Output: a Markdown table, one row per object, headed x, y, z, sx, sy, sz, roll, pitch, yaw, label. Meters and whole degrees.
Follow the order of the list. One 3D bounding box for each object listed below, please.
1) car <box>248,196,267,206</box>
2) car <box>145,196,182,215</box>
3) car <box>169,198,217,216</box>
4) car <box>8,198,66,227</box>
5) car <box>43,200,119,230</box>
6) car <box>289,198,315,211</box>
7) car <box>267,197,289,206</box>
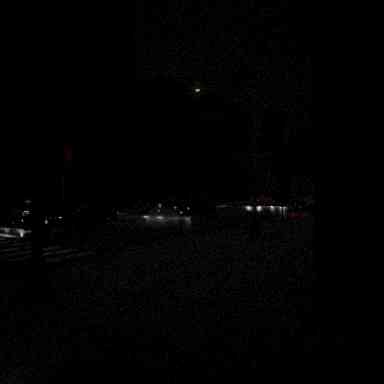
| x | y | z | sx | sy | sz | roll | pitch | yaw | label |
| --- | --- | --- | --- | --- | --- | --- | --- | --- | --- |
| 10.307 | 1.280 | 50.574 | 1.882 | 1.535 | 5.008 | 0 | 0 | 36 | car |
| -2.493 | 1.249 | 32.639 | 2.097 | 1.767 | 4.553 | 0 | 0 | 35 | car |
| 0.327 | 1.490 | 30.997 | 1.895 | 1.301 | 4.718 | 0 | 0 | 35 | car |
| -9.763 | 1.301 | 22.371 | 2.097 | 1.767 | 4.553 | 0 | 0 | 35 | car |
| -6.850 | 1.433 | 20.865 | 2.128 | 1.511 | 4.902 | 0 | 0 | 35 | car |
| 12.781 | 1.352 | 36.998 | 1.812 | 1.442 | 4.674 | 0 | 0 | 35 | car |
| 13.274 | 1.320 | 49.130 | 1.812 | 1.442 | 4.674 | 0 | 0 | 36 | car |
